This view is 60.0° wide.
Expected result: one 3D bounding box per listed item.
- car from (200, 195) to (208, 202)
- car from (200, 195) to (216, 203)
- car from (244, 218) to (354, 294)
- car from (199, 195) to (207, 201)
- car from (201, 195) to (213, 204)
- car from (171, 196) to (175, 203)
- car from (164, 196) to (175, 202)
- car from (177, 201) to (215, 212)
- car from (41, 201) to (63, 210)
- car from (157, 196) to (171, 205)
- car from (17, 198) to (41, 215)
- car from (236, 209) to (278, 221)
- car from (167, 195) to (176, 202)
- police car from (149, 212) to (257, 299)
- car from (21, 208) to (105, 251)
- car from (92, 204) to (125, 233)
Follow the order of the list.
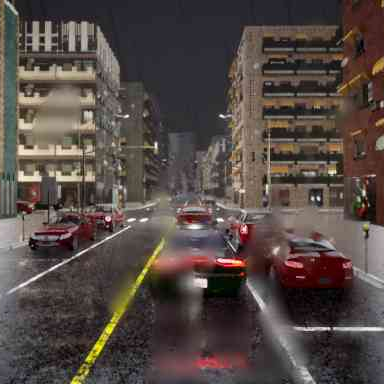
[{"bbox_3d":[2.877,1.555,80.556,1.887,1.381,4.507,1,0,0],"label":"car"},{"bbox_3d":[2.770,1.559,52.201,2.008,1.369,4.403,1,0,0],"label":"car"},{"bbox_3d":[2.605,1.584,8.553,1.802,1.307,4.206,1,0,0],"label":"car"},{"bbox_3d":[2.898,1.561,86.226,2.008,1.369,4.403,1,0,0],"label":"car"},{"bbox_3d":[2.814,1.449,63.543,1.967,1.590,4.097,1,0,0],"label":"car"},{"bbox_3d":[-5.047,1.535,69.043,1.752,1.417,4.829,1,0,0],"label":"car"},{"bbox_3d":[-5.025,1.575,74.884,1.947,1.339,4.313,1,0,0],"label":"car"},{"bbox_3d":[0.135,1.482,18.999,1.882,1.535,5.008,0,0,0],"label":"car"},{"bbox_3d":[-17.478,1.590,39.092,4.313,1.339,1.947,0,-1,0],"label":"car"},{"bbox_3d":[-5.090,1.534,57.701,1.752,1.417,4.829,1,0,0],"label":"car"},{"bbox_3d":[-17.446,1.240,31.216,5.009,1.841,2.192,0,-1,0],"label":"car"},{"bbox_3d":[2.628,1.443,14.102,1.967,1.590,4.097,1,0,0],"label":"car"},{"bbox_3d":[-5.004,1.555,80.555,1.887,1.381,4.507,1,0,0],"label":"car"},{"bbox_3d":[0.129,1.506,8.538,2.038,1.542,4.974,0,0,0],"label":"police car"},{"bbox_3d":[-5.259,1.585,14.110,1.802,1.307,4.206,1,0,0],"label":"car"},{"bbox_3d":[-5.240,1.444,19.659,1.967,1.590,4.097,1,0,0],"label":"car"}]
